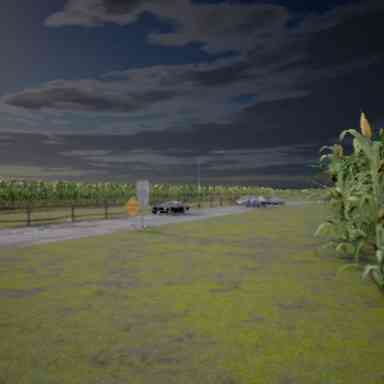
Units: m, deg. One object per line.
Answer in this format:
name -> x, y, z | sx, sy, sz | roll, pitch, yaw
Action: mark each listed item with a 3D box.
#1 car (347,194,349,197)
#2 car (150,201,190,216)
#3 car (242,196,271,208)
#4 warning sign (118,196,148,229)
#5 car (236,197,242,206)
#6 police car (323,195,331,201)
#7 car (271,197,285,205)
car -> 39.890, 1.403, 85.076 | 5.366, 1.575, 1.801 | 0, 1, -42
car -> -2.113, 1.580, 32.833 | 1.895, 1.301, 4.718 | 1, 0, 28
car -> 9.552, 1.337, 48.764 | 2.097, 1.767, 4.553 | 1, 0, 30
warning sign -> -3.424, 1.151, 19.302 | 1.300, 1.860, 1.060 | 1, 0, 29
car -> 8.490, 1.452, 52.644 | 2.128, 1.511, 4.902 | 1, 0, 31
police car -> 32.689, 1.385, 78.242 | 1.930, 1.638, 5.238 | 1, 1, 44
car -> 14.461, 1.542, 57.007 | 1.994, 1.385, 4.181 | 1, 0, 34
